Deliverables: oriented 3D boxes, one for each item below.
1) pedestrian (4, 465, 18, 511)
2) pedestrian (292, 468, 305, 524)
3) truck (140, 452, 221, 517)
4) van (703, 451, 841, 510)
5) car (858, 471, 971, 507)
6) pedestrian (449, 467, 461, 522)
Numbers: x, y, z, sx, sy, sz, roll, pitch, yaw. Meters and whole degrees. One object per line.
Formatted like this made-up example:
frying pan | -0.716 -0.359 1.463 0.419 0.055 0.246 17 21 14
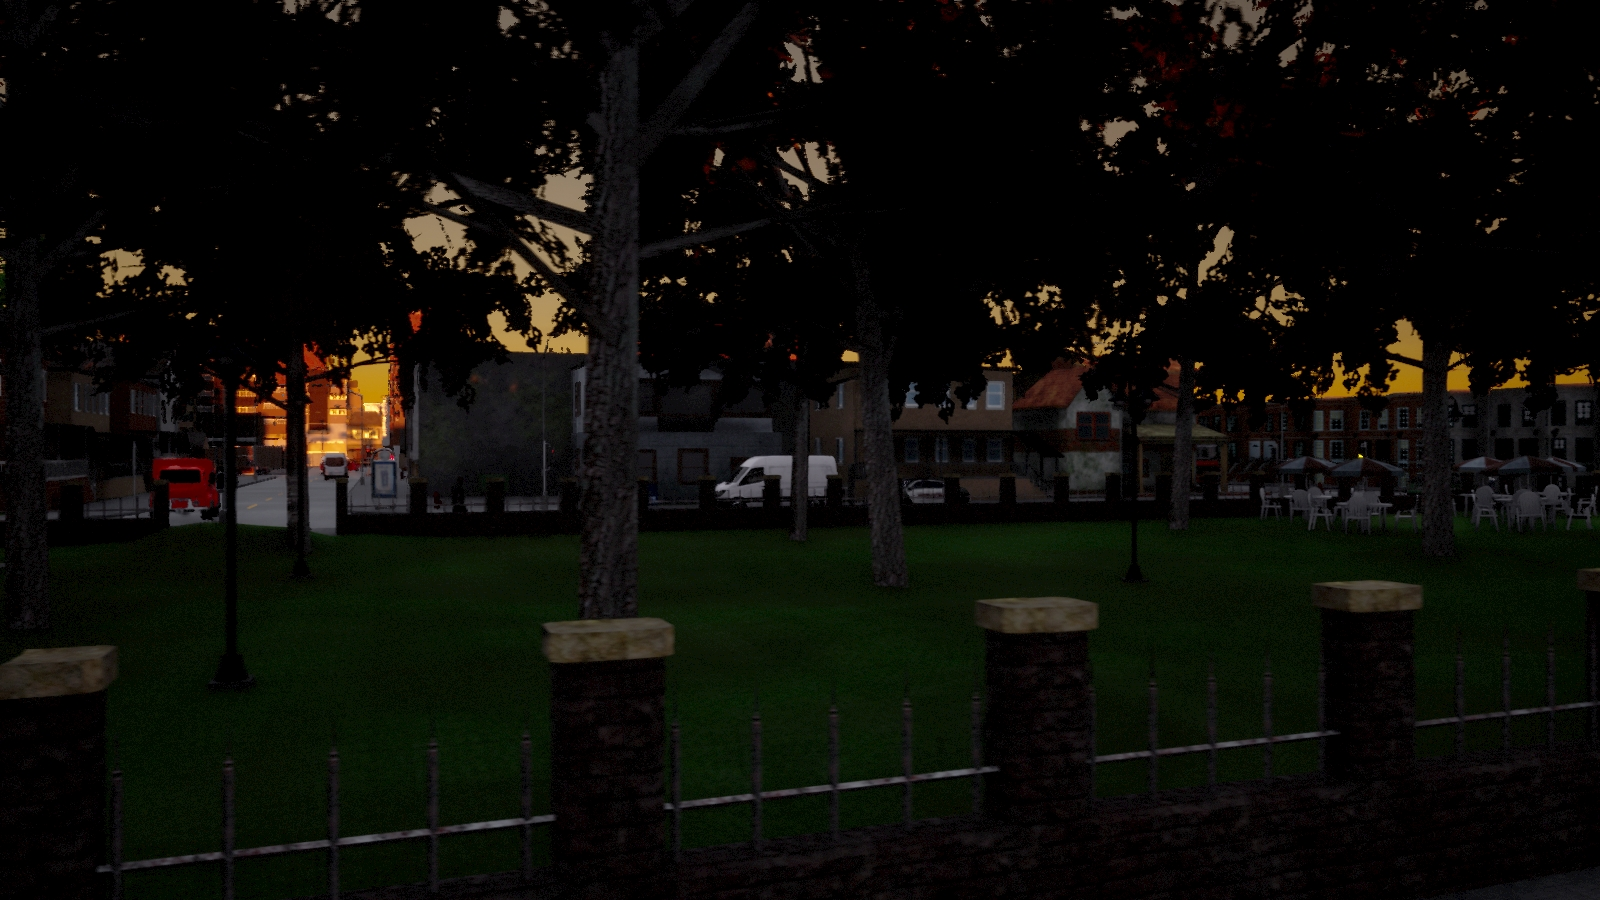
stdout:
pedestrian | -31.592 1.516 45.766 0.375 1.860 0.375 0 0 -16
pedestrian | -16.628 1.525 37.891 0.375 1.860 0.375 0 0 -20
truck | -25.287 1.358 46.826 2.627 2.467 5.204 0 -1 -26
van | -1.270 1.314 51.576 5.915 2.561 1.988 0 0 -20
car | 5.421 1.818 54.129 4.974 1.542 2.038 0 0 -21
pedestrian | -11.787 1.525 39.090 0.375 1.860 0.375 0 0 -14
